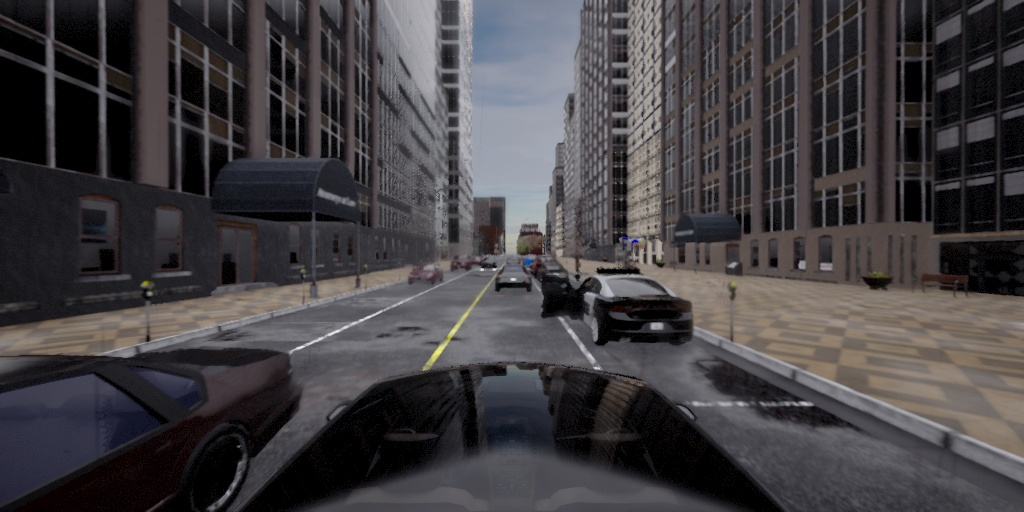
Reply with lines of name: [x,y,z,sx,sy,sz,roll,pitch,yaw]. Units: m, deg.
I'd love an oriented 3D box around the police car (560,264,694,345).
police car: [2.708,1.111,9.403,1.930,1.638,5.238,0,0,-1]

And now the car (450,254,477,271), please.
car: [-5.673,0.739,40.693,2.192,1.841,5.009,0,0,0]

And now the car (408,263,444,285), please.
car: [-5.679,1.146,24.076,1.802,1.307,4.207,0,0,0]

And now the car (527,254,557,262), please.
car: [2.703,0.832,29.612,2.192,1.841,5.009,0,0,0]

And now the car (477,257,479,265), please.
car: [-5.667,0.829,57.311,1.888,1.381,4.507,0,0,0]

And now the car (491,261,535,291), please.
car: [0.080,1.159,20.425,1.994,1.385,4.181,0,1,0]

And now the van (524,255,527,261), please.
van: [2.712,0.671,51.768,1.690,1.789,3.998,0,0,0]

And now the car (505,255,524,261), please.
car: [0.119,0.868,46.290,2.128,1.511,4.902,0,0,0]

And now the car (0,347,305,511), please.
car: [-3.099,1.300,1.395,2.033,1.411,5.357,0,0,0]

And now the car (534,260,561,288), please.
car: [2.701,1.129,24.073,1.948,1.339,4.313,0,0,0]

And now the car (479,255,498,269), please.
car: [-2.981,0.895,47.583,1.837,1.490,4.892,0,0,0]
